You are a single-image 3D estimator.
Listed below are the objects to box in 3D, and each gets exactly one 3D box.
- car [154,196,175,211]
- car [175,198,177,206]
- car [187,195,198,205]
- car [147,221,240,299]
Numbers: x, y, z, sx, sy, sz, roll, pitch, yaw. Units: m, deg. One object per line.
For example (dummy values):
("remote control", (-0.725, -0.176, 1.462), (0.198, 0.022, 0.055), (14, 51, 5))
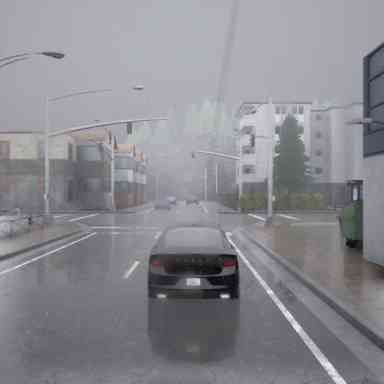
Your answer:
("car", (-3.515, 1.547, 40.513), (2.033, 1.411, 5.357), (0, 0, -2))
("car", (-3.576, 1.477, 55.496), (1.882, 1.535, 5.008), (0, 0, 0))
("car", (0.104, 1.352, 60.303), (2.097, 1.767, 4.553), (0, 0, 0))
("car", (0.050, 1.478, 8.498), (1.882, 1.535, 5.008), (0, 0, 1))
